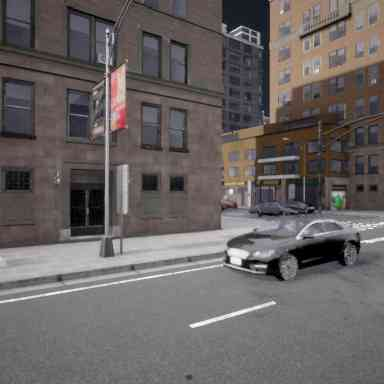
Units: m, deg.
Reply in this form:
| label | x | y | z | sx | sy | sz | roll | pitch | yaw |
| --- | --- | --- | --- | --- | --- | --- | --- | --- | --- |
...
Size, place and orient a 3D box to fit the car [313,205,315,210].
| label | x | y | z | sx | sy | sz | roll | pitch | yaw |
| --- | --- | --- | --- | --- | --- | --- | --- | --- | --- |
| car | 10.530 | 1.580 | 34.284 | 1.947 | 1.339 | 4.313 | 0 | 0 | -35 |

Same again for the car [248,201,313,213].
| label | x | y | z | sx | sy | sz | roll | pitch | yaw |
| --- | --- | --- | --- | --- | --- | --- | --- | --- | --- |
| car | 7.413 | 1.540 | 29.157 | 2.033 | 1.411 | 5.357 | 0 | 0 | -37 |

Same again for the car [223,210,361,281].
| label | x | y | z | sx | sy | sz | roll | pitch | yaw |
| --- | --- | --- | --- | --- | --- | --- | --- | --- | --- |
| car | 3.109 | 1.491 | 9.902 | 4.902 | 1.511 | 2.128 | 0 | 0 | -36 |

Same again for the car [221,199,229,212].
| label | x | y | z | sx | sy | sz | roll | pitch | yaw |
| --- | --- | --- | --- | --- | --- | --- | --- | --- | --- |
| car | 1.631 | 1.591 | 37.366 | 1.895 | 1.301 | 4.718 | 0 | 0 | -35 |

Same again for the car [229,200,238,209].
| label | x | y | z | sx | sy | sz | roll | pitch | yaw |
| --- | --- | --- | --- | --- | --- | --- | --- | --- | --- |
| car | 4.168 | 1.593 | 43.286 | 1.802 | 1.307 | 4.206 | 0 | 0 | -35 |
